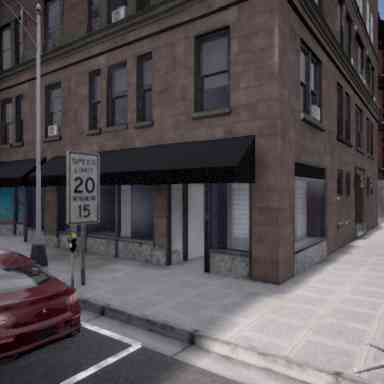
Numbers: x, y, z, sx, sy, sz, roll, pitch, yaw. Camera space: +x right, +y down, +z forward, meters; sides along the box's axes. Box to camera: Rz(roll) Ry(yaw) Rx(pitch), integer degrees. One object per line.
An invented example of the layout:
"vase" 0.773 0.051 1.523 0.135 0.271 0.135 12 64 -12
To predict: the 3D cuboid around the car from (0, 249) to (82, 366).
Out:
"car" -3.476 1.582 5.289 4.206 1.307 1.802 0 0 36
